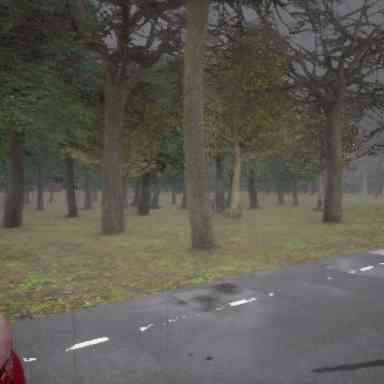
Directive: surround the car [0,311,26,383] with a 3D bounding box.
[{"bbox_3d":[-3.536,1.485,1.469,5.008,1.535,1.882,0,0,-35],"label":"car"}]
